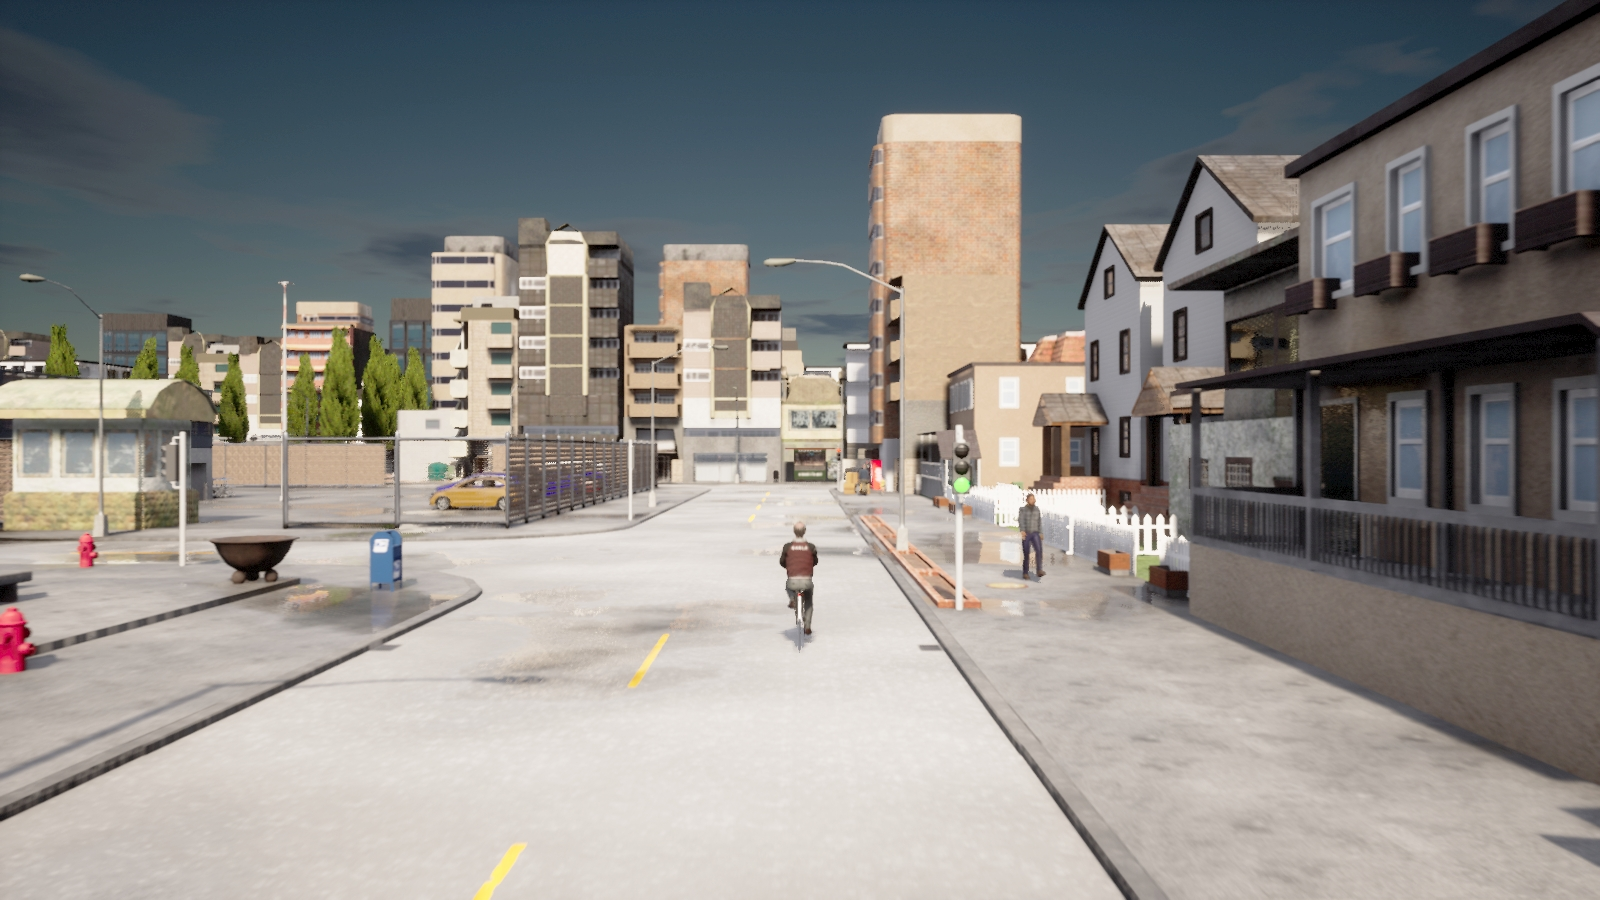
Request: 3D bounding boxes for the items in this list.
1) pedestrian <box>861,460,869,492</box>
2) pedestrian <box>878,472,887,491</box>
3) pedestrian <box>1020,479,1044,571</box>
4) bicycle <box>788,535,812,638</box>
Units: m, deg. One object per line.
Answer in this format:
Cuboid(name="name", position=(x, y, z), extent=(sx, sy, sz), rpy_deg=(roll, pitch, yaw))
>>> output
Cuboid(name="pedestrian", position=(3.791, 1.526, 66.763), extent=(0.375, 1.860, 0.375), rpy_deg=(0, 0, 11))
Cuboid(name="pedestrian", position=(4.916, 1.896, 68.111), extent=(0.500, 1.100, 0.500), rpy_deg=(0, 0, 1))
Cuboid(name="pedestrian", position=(4.732, 1.524, 23.348), extent=(0.375, 1.860, 0.375), rpy_deg=(0, 0, -9))
Cuboid(name="bicycle", position=(0.001, 1.940, 16.574), extent=(0.329, 1.271, 1.835), rpy_deg=(0, 0, 0))
